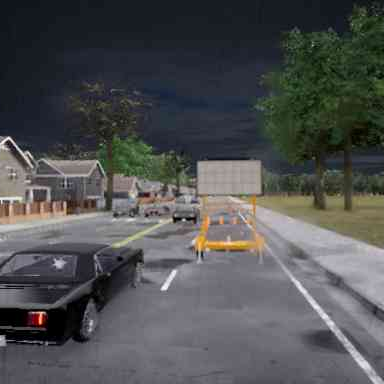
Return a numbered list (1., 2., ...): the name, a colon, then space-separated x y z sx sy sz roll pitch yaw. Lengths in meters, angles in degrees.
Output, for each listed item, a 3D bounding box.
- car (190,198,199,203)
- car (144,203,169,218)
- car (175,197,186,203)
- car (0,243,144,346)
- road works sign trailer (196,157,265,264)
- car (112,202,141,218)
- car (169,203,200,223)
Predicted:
1. car: 0.652 2.109 73.787 2.033 1.411 5.357 0 -1 5
2. car: -3.325 1.813 32.708 1.994 1.385 4.181 0 0 5
3. car: -2.542 1.938 74.539 2.097 1.767 4.553 0 -1 5
4. car: -2.331 1.653 6.530 1.895 1.301 4.718 0 0 5
5. road works sign trailer: 1.369 0.546 12.260 2.380 3.560 2.880 0 0 5
6. car: -6.512 1.769 33.548 1.837 1.490 4.892 0 0 5
7. car: -0.376 1.801 27.253 1.895 1.301 4.718 0 0 5
